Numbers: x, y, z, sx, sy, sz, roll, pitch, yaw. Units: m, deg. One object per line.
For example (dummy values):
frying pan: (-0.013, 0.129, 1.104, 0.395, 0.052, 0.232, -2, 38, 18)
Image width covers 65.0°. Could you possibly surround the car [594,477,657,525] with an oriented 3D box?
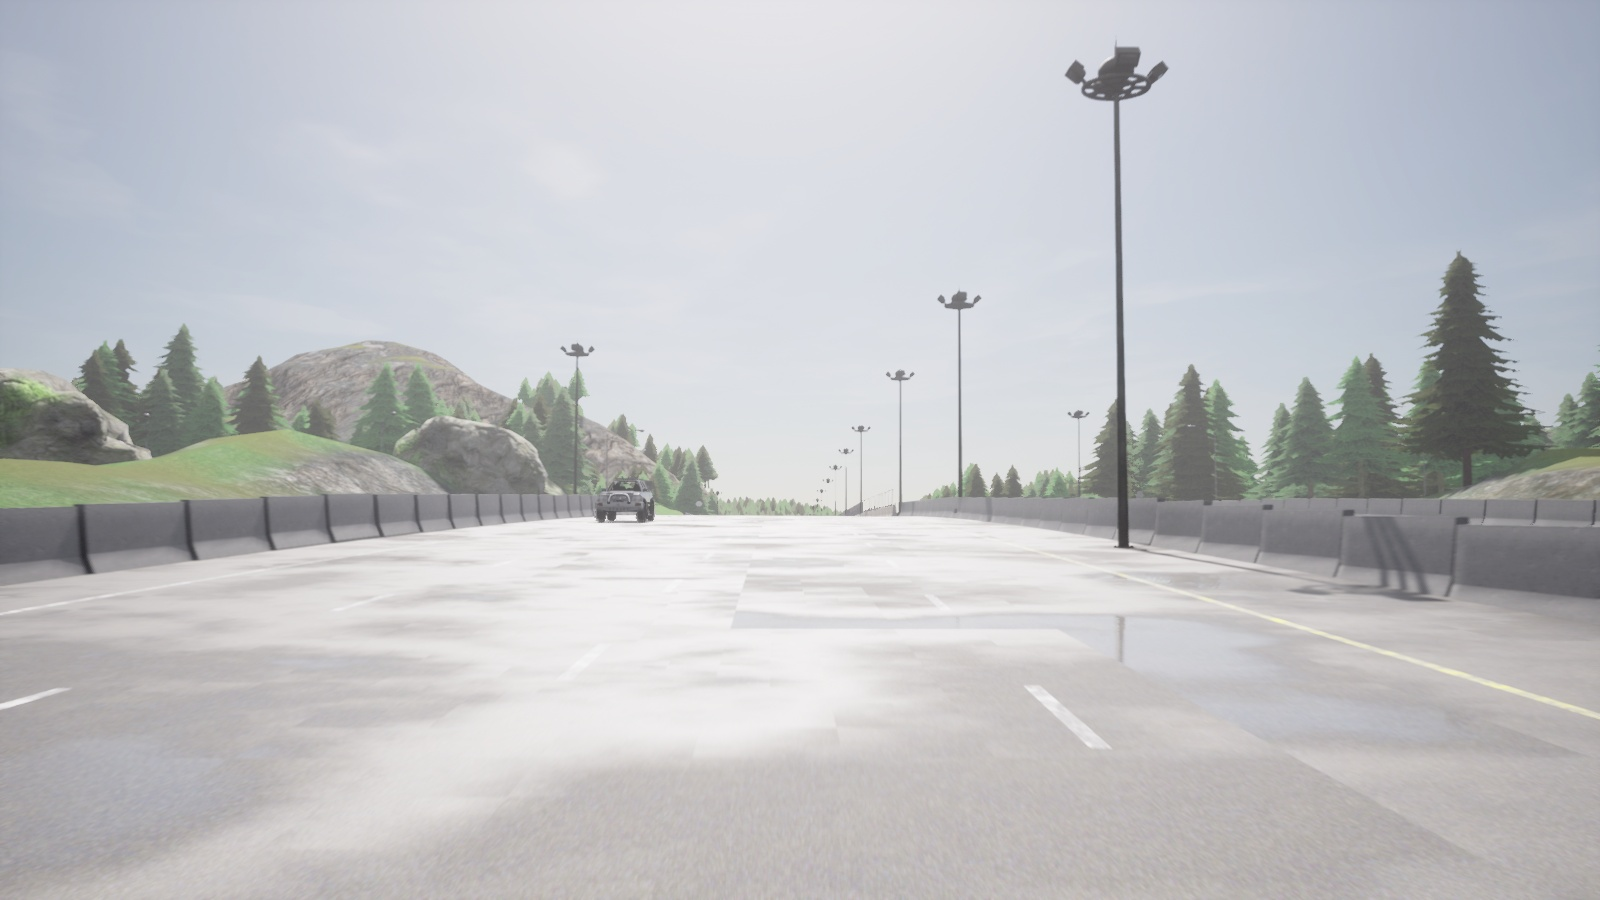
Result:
car: (-7.125, 2.087, 51.680, 1.932, 1.855, 4.605, 0, -2, 0)
